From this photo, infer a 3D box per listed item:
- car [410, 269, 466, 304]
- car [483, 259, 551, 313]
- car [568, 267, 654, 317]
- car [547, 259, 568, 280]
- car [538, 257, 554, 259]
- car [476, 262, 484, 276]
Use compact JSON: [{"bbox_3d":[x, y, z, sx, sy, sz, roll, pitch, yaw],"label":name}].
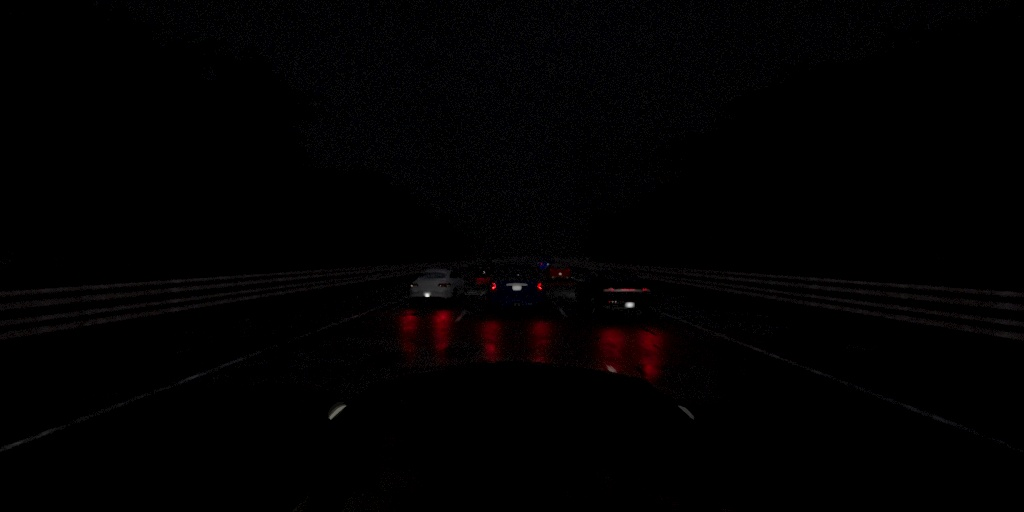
[{"bbox_3d":[-3.282,1.296,16.371,1.812,1.442,4.674,0,0,1],"label":"car"},{"bbox_3d":[0.193,1.120,14.311,2.097,1.767,4.553,0,0,1],"label":"car"},{"bbox_3d":[3.574,1.261,13.208,2.128,1.511,4.902,0,0,1],"label":"car"},{"bbox_3d":[3.955,1.311,31.230,1.882,1.535,5.008,0,0,2],"label":"car"},{"bbox_3d":[4.562,1.140,47.200,2.150,2.045,5.566,0,0,3],"label":"car"},{"bbox_3d":[-2.713,1.367,38.337,1.837,1.490,4.892,0,0,2],"label":"car"}]
